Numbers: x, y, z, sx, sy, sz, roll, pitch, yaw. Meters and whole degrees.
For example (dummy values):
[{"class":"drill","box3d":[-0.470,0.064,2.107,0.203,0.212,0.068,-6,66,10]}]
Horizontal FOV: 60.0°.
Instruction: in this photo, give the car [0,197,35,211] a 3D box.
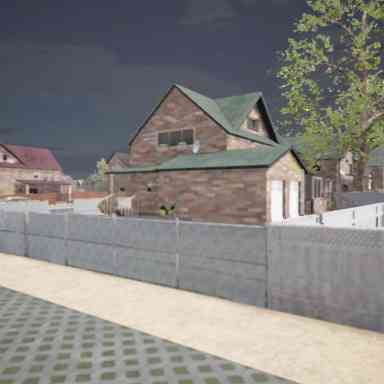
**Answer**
[{"class":"car","box3d":[-16.535,1.228,30.165,1.882,1.535,5.008,1,2,35]}]
